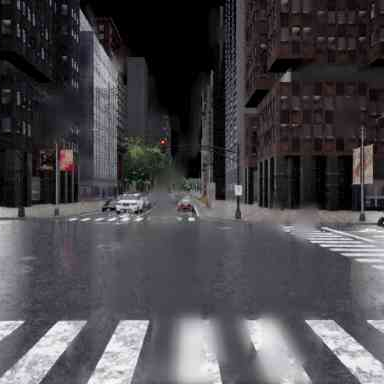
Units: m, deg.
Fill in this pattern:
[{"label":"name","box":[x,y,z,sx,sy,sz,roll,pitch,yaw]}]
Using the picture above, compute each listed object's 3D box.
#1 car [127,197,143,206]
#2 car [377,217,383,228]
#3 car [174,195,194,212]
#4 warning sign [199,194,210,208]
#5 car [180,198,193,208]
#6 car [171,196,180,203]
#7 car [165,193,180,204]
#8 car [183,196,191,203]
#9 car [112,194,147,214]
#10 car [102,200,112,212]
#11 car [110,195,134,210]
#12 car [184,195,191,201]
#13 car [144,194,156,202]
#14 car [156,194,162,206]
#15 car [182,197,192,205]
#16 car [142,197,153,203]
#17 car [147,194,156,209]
[{"label":"car","box":[-9.382,1.570,54.991,1.752,1.417,4.829,0,0,-1]},{"label":"car","box":[14.096,1.787,20.943,4.181,1.385,1.994,1,0,0]},{"label":"car","box":[-0.711,1.448,38.959,1.967,1.590,4.097,0,0,-1]},{"label":"warning sign","box":[1.567,1.132,42.650,1.300,1.860,1.060,0,0,-1]},{"label":"car","box":[-0.809,1.614,49.808,1.802,1.307,4.206,0,0,-1]},{"label":"car","box":[-3.803,1.694,75.790,1.895,1.301,4.718,0,0,-1]},{"label":"car","box":[-3.614,1.562,65.602,2.128,1.511,4.902,0,0,0]},{"label":"car","box":[-1.009,1.612,71.677,1.752,1.417,4.829,0,0,-1]},{"label":"car","box":[-6.540,1.223,35.522,2.150,2.045,5.566,0,0,-1]},{"label":"car","box":[-9.235,1.574,38.884,1.947,1.339,4.313,0,0,-1]},{"label":"car","box":[-9.286,1.335,44.310,2.192,1.841,5.009,0,0,-1]},{"label":"car","box":[-1.157,1.574,87.782,1.967,1.590,4.097,0,0,-1]},{"label":"car","box":[-9.583,1.417,76.865,2.192,1.841,5.009,0,0,-1]},{"label":"car","box":[-6.709,1.398,55.748,2.097,1.767,4.553,0,0,0]},{"label":"car","box":[-0.909,1.603,60.658,1.887,1.381,4.507,0,0,-1]},{"label":"car","box":[-9.533,1.669,71.439,1.802,1.307,4.206,0,0,-1]},{"label":"car","box":[-6.627,1.375,45.547,2.097,1.767,4.553,0,0,0]}]
